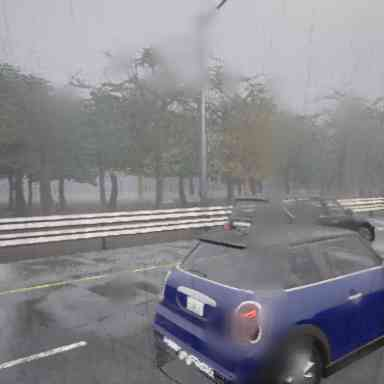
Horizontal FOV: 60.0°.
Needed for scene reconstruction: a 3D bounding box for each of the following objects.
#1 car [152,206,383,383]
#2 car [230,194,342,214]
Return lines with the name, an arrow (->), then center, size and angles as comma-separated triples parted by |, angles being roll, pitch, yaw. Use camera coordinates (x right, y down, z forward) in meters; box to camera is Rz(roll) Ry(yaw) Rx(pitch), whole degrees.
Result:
car -> 1.759, 1.279, 5.002 | 4.553, 1.767, 2.097 | -1, 1, -35
car -> 3.515, 1.071, 10.551 | 5.566, 2.045, 2.150 | -1, 1, -35
